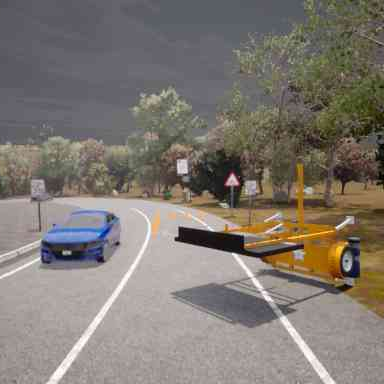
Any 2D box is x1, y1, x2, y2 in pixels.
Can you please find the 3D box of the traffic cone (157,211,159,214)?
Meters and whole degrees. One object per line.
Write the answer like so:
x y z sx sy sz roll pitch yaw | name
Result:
-2.163 1.636 20.525 0.340 0.580 0.340 -1 2 -4 | traffic cone

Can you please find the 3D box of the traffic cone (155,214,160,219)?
-2.013 1.694 18.533 0.340 0.580 0.340 -1 2 -4 | traffic cone

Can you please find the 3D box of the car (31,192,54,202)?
-25.779 0.801 57.108 4.553 1.767 2.097 -2 4 39 | car

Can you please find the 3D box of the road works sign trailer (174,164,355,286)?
1.686 0.774 7.455 3.560 2.880 2.380 -1 1 -39 | road works sign trailer

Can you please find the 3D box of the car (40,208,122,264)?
-3.695 1.401 11.856 1.882 1.535 5.008 0 1 -4 | car

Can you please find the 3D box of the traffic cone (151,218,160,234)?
-1.865 1.751 16.539 0.340 0.580 0.340 -1 2 -4 | traffic cone
